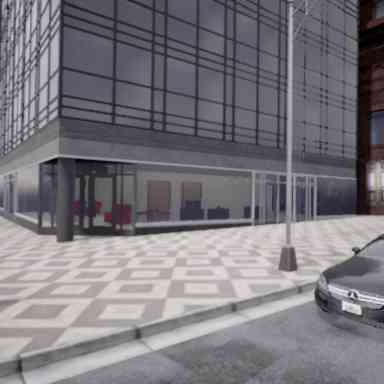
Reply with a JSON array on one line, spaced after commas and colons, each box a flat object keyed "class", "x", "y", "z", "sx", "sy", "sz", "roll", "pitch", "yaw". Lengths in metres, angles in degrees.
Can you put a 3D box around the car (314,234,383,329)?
[{"class": "car", "x": 4.355, "y": 1.527, "z": 6.477, "sx": 4.674, "sy": 1.442, "sz": 1.812, "roll": 0, "pitch": 0, "yaw": -35}]
